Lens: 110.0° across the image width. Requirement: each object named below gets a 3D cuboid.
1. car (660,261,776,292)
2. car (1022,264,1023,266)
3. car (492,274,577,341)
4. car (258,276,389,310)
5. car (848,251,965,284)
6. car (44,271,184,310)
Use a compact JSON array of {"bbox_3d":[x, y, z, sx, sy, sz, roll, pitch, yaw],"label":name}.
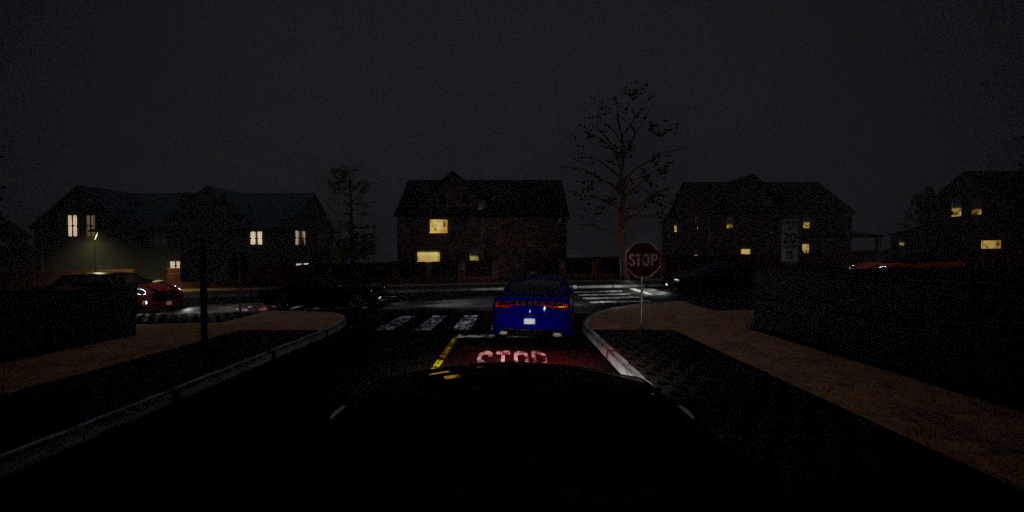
[{"bbox_3d":[10.446,0.980,18.139,5.357,1.411,2.033,-1,1,-1],"label":"car"},{"bbox_3d":[28.972,0.501,18.171,4.892,1.490,1.837,-1,1,0],"label":"car"},{"bbox_3d":[0.786,1.226,10.003,1.882,1.535,5.008,0,0,10],"label":"car"},{"bbox_3d":[-7.812,1.506,15.210,4.718,1.301,1.895,-1,1,0],"label":"car"},{"bbox_3d":[19.815,0.563,18.169,4.553,1.767,2.097,-1,1,0],"label":"car"},{"bbox_3d":[-16.800,1.471,15.202,4.553,1.767,2.097,-1,1,0],"label":"car"}]
